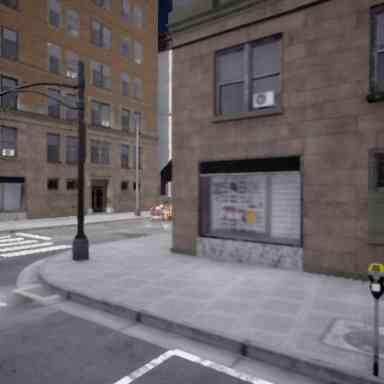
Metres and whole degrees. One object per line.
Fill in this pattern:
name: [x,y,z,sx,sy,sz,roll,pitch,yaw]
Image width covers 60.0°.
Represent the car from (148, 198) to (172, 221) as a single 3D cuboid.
car: [-1.229,1.193,25.199,2.097,1.767,4.553,0,1,36]
